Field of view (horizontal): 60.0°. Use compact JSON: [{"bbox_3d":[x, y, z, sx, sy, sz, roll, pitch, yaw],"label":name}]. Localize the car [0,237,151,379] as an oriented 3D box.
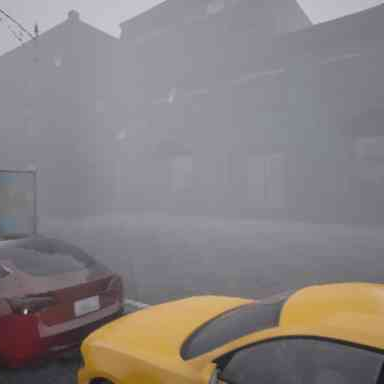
[{"bbox_3d":[-3.249,1.518,5.678,4.792,1.488,2.163,0,0,36],"label":"car"}]
